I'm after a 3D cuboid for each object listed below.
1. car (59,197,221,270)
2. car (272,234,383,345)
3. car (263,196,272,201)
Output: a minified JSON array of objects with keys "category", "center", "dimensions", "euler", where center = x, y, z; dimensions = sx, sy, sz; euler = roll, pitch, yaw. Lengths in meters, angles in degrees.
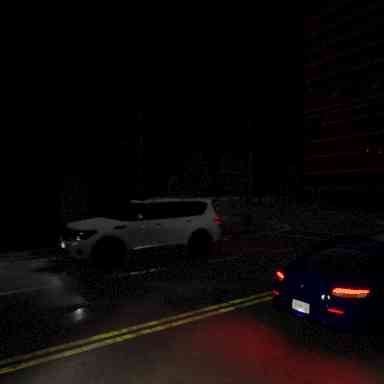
[{"category":"car","center":[-1.540,1.221,11.430],"dimensions":[5.566,2.045,2.150],"euler":[0,0,-35]},{"category":"car","center":[3.489,1.526,6.257],"dimensions":[4.674,1.442,1.812],"euler":[0,0,-35]},{"category":"car","center":[15.648,1.497,72.945],"dimensions":[4.181,1.385,1.994],"euler":[0,0,-35]}]
